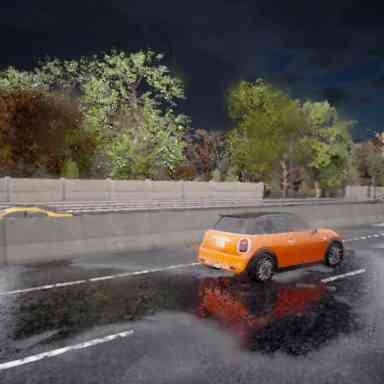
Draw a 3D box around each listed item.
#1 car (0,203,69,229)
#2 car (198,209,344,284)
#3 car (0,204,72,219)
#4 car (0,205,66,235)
[{"bbox_3d":[-10.796,1.525,22.053,4.674,1.442,1.812,0,0,-35],"label":"car"},{"bbox_3d":[2.467,1.351,9.808,4.553,1.767,2.097,0,0,-35],"label":"car"},{"bbox_3d":[-8.125,1.477,15.369,5.008,1.535,1.882,0,0,-35],"label":"car"},{"bbox_3d":[-9.709,1.525,18.539,4.674,1.442,1.812,0,0,-35],"label":"car"}]
